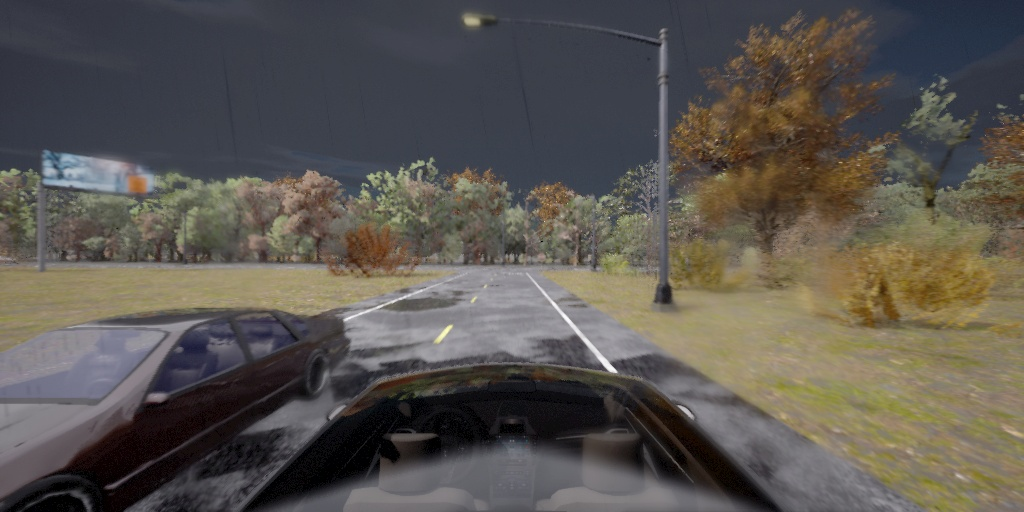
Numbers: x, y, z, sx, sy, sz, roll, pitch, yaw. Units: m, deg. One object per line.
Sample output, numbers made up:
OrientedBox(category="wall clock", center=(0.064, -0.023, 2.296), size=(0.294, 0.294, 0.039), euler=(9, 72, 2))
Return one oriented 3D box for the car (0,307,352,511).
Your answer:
OrientedBox(category="car", center=(-3.599, 1.298, 3.701), size=(2.033, 1.411, 5.357), euler=(0, 0, 0))
